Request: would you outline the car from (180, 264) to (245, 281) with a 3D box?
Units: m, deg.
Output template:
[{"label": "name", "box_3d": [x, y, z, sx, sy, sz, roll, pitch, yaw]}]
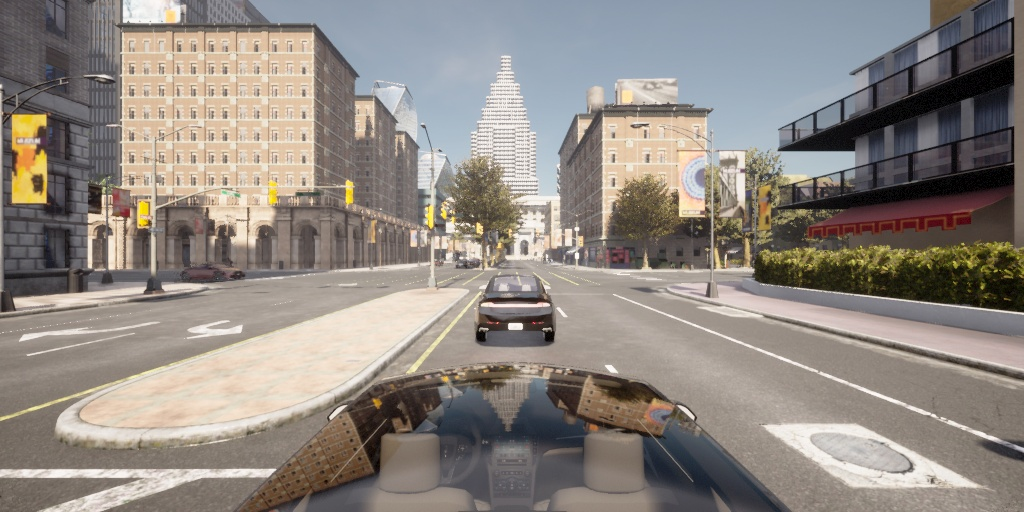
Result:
[{"label": "car", "box_3d": [-24.366, 1.314, 29.304, 4.181, 1.385, 1.994, 0, 0, 0]}]

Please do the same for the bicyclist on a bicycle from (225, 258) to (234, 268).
[{"label": "bicyclist on a bicycle", "box_3d": [-37.237, 1.050, 47.226, 0.582, 1.620, 1.656, 0, 0, 0]}]

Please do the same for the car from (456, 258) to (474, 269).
[{"label": "car", "box_3d": [-8.002, 1.241, 58.564, 2.128, 1.511, 4.902, 0, 0, 0]}]

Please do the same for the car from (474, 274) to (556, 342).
[{"label": "car", "box_3d": [0.083, 1.242, 9.815, 2.128, 1.511, 4.902, 0, 0, 0]}]
